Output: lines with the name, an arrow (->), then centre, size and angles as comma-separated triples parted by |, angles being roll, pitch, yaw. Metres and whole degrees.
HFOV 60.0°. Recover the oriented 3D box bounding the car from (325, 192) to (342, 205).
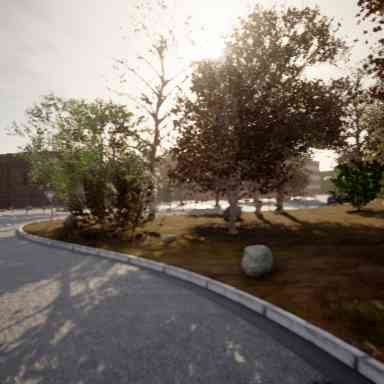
car -> 19.512, 0.863, 43.611 | 5.008, 1.535, 1.882 | -2, 0, -43
